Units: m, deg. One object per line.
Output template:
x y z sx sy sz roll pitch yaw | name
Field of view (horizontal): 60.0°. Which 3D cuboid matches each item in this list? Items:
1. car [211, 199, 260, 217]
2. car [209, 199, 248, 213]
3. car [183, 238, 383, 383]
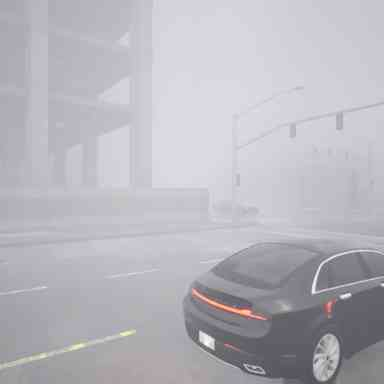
4.190 1.601 31.732 1.895 1.301 4.718 0 0 -36 | car
4.055 1.526 37.886 1.812 1.442 4.674 0 0 -36 | car
2.160 1.505 5.329 4.892 1.490 1.837 0 0 -35 | car
